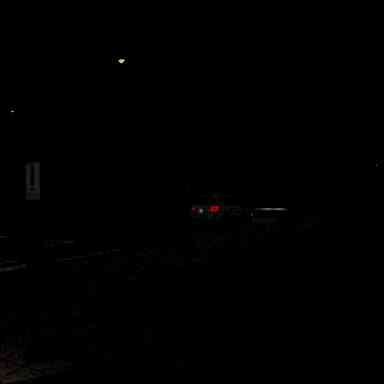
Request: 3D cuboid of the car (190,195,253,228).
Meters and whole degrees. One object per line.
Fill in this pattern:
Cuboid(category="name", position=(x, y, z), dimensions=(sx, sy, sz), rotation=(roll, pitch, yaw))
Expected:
Cuboid(category="car", position=(2.116, 1.203, 22.400), dimensions=(2.150, 2.045, 5.566), rotation=(-1, 0, 35))

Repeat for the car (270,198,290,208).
Cuboid(category="car", position=(13.068, 1.615, 49.094), dimensions=(1.812, 1.442, 4.674), rotation=(-1, -1, 35))

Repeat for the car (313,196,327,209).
Cuboid(category="car", position=(17.823, 1.372, 44.566), dimensions=(2.097, 1.767, 4.553), rotation=(-1, -1, 35))
